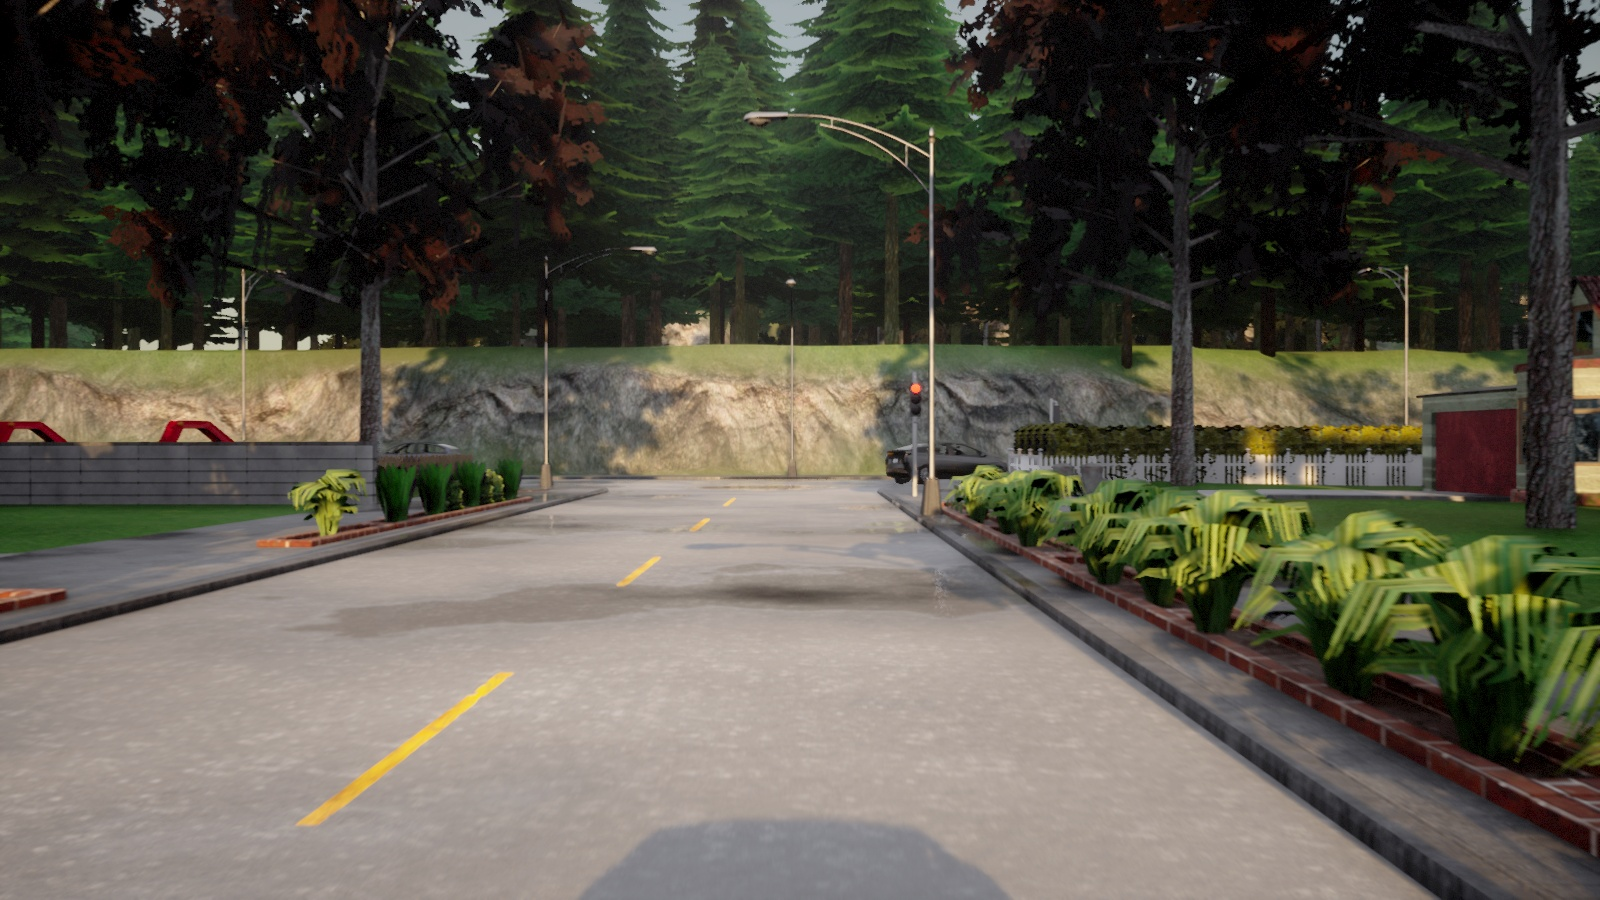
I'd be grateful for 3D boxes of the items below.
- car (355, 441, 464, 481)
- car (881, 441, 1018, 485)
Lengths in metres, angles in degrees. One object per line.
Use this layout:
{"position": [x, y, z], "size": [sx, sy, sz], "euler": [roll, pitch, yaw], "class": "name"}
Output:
{"position": [-15.367, 0.433, 49.557], "size": [3.705, 1.549, 1.789], "euler": [0, 0, 2], "class": "car"}
{"position": [5.362, 0.444, 45.013], "size": [4.514, 1.525, 2.007], "euler": [0, 0, -24], "class": "car"}
